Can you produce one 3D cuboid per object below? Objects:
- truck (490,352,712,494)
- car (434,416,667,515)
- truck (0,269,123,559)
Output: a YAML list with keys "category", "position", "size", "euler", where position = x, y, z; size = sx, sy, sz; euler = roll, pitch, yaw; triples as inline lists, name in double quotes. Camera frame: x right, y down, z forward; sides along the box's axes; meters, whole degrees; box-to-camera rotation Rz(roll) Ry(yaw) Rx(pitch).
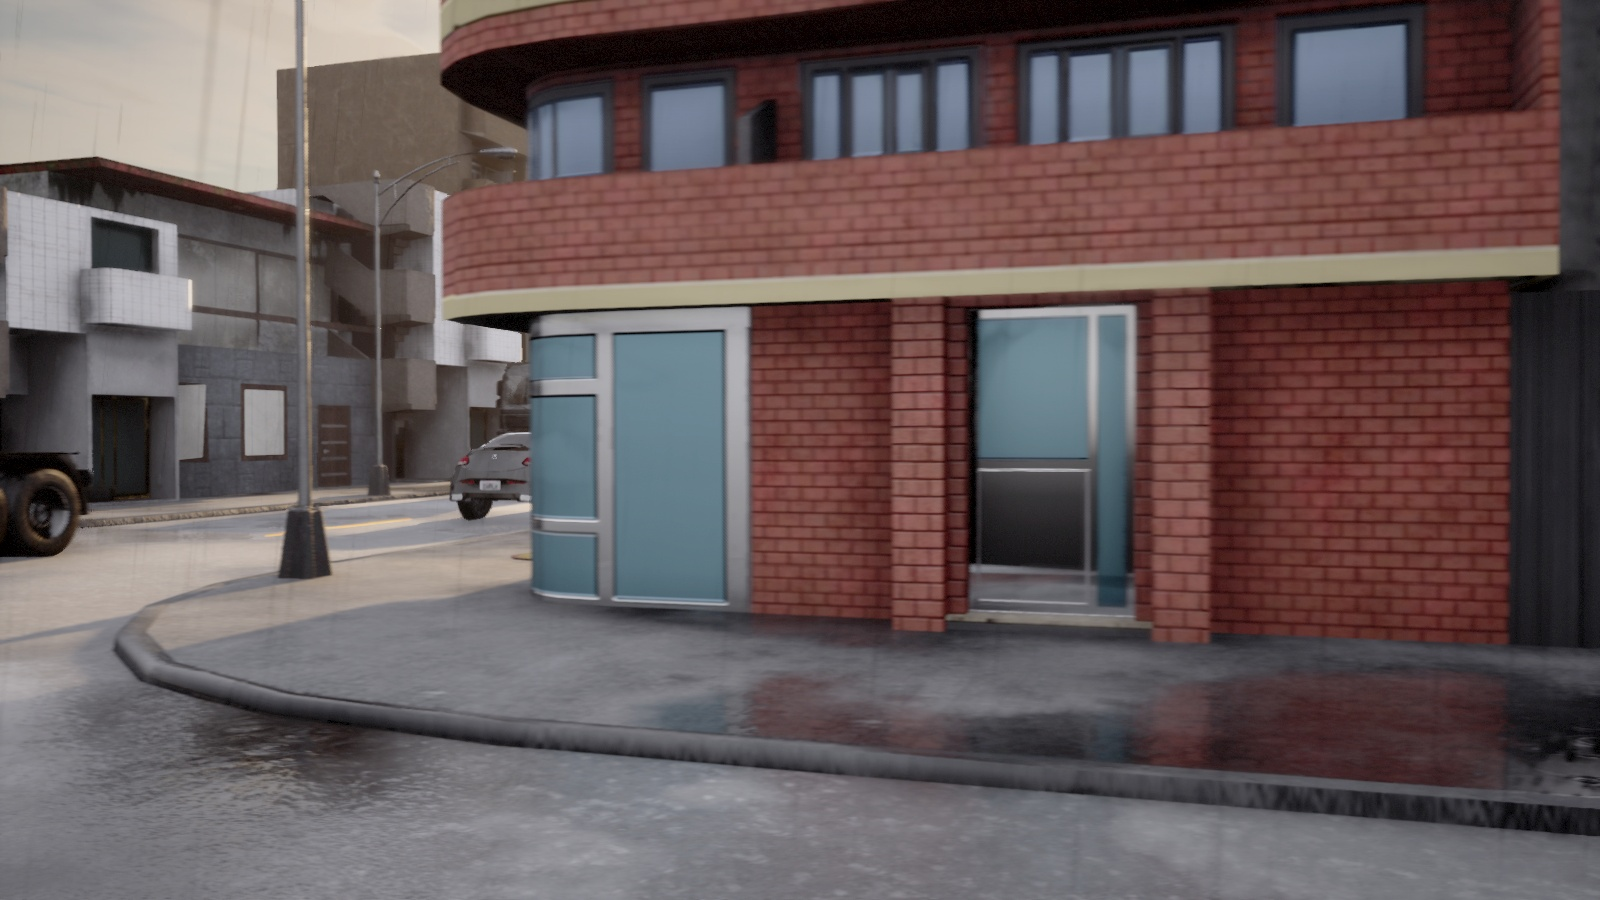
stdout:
- category: "truck"
  position: [-5.215, -0.724, 34.784]
  size: [2.891, 3.462, 7.936]
  euler: [0, 1, 17]
- category: "car"
  position: [-4.499, 0.215, 23.624]
  size: [2.152, 1.651, 5.027]
  euler: [1, 1, 17]
- category: "truck"
  position: [-11.323, -0.409, 13.401]
  size: [2.891, 3.462, 7.936]
  euler: [0, 1, 10]
